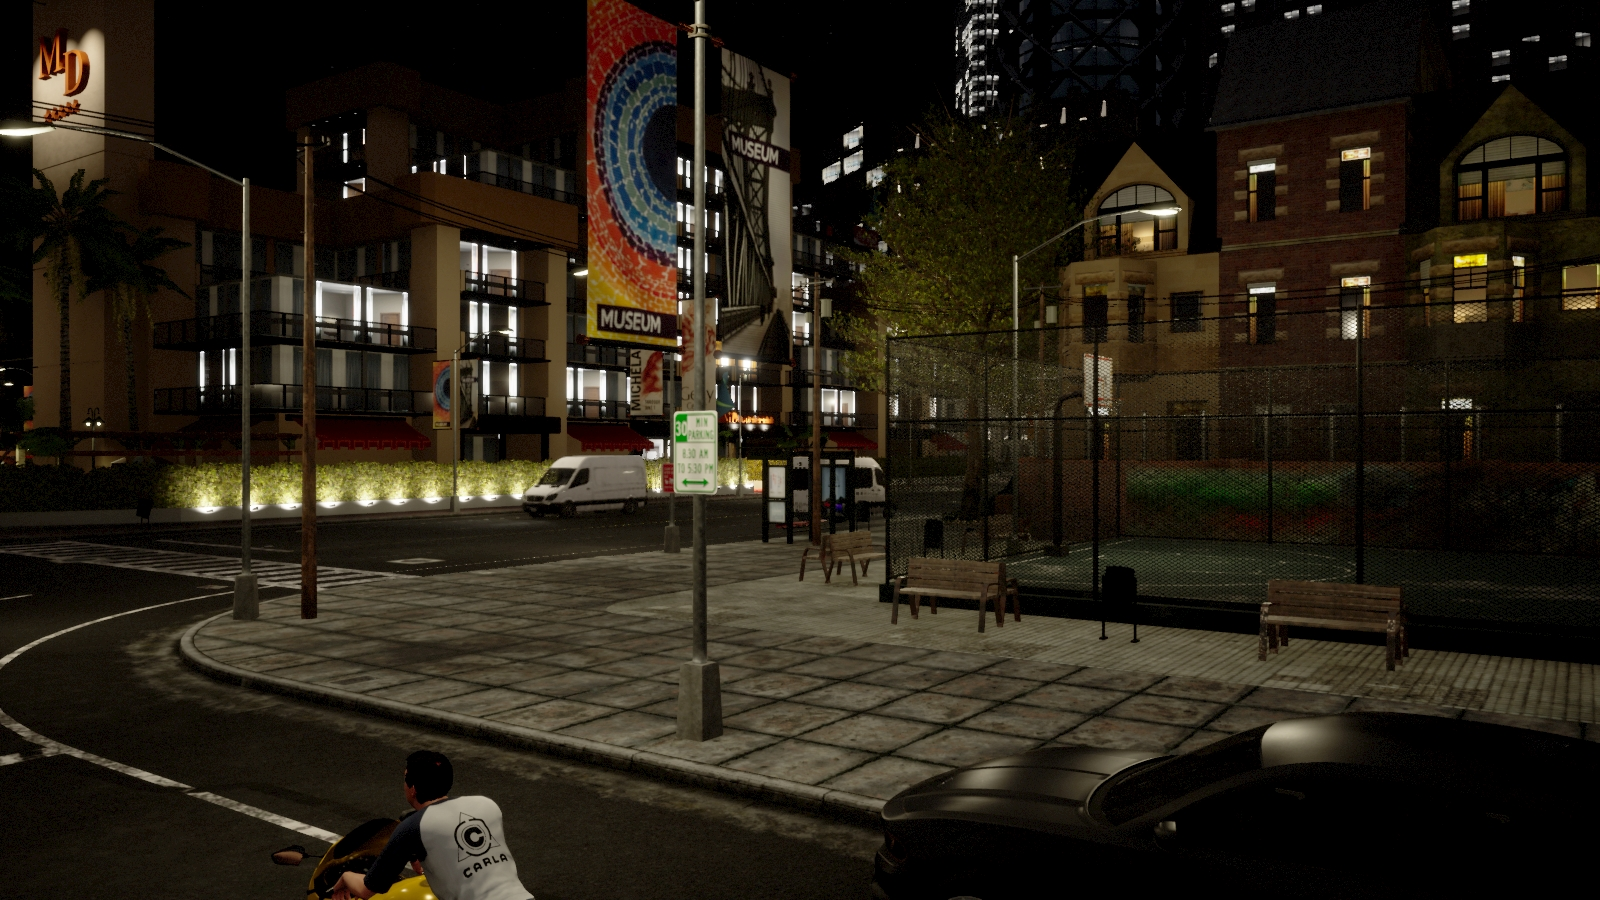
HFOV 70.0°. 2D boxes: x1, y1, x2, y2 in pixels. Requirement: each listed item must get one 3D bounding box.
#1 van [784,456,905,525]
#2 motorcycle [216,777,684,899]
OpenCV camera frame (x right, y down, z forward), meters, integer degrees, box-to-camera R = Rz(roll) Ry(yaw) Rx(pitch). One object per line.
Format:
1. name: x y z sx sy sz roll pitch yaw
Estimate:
1. van: 1.888 1.534 45.774 1.988 2.561 5.915 0 0 34
2. motorcycle: -1.529 2.213 4.819 2.033 1.145 0.803 0 0 35
